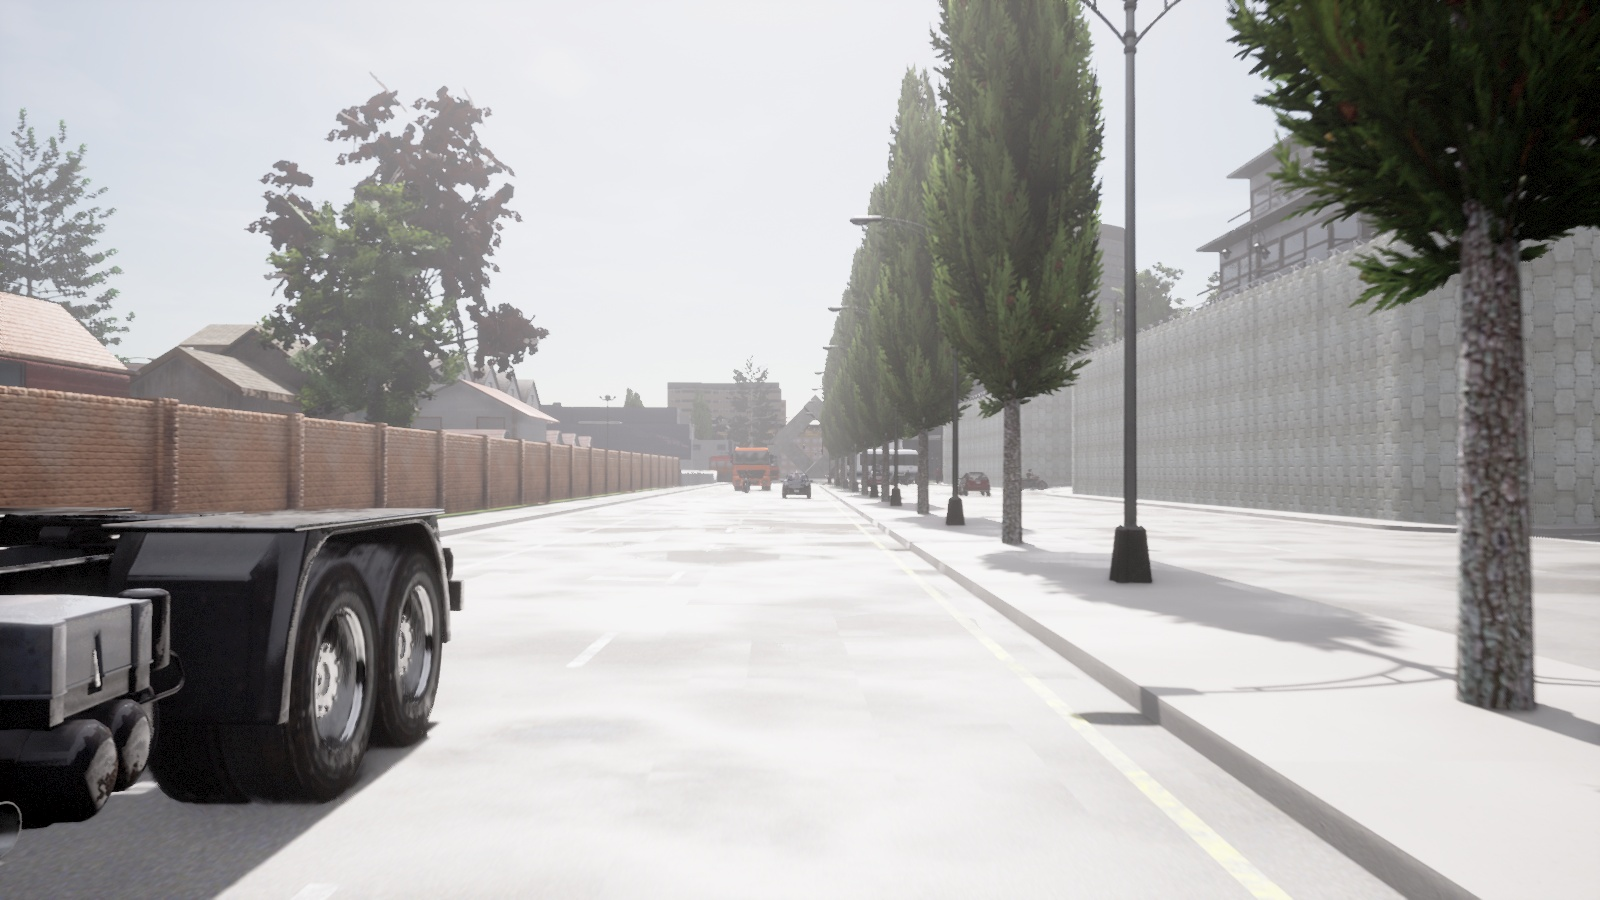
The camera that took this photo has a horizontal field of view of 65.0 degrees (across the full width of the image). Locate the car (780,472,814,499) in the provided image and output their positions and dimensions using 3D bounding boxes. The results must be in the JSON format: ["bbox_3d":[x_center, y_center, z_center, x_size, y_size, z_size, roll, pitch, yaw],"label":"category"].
[{"bbox_3d":[-0.174,2.032,71.819,1.845,1.501,3.633,0,-1,0],"label":"car"}]

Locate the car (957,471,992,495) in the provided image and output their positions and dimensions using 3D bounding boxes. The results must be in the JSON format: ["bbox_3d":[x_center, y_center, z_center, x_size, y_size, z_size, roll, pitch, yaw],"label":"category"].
[{"bbox_3d":[11.321,2.115,81.643,1.789,1.549,3.705,0,-1,0],"label":"car"}]

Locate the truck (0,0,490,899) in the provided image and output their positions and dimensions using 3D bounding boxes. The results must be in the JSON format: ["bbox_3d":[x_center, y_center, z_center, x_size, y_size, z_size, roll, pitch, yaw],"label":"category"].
[{"bbox_3d":[-3.515,-0.079,4.451,2.891,3.462,7.936,0,-1,0],"label":"truck"}]

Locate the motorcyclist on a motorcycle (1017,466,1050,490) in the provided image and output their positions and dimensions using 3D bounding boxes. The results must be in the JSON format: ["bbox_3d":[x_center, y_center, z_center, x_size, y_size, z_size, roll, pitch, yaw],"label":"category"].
[{"bbox_3d":[17.051,2.025,91.714,2.350,1.649,0.766,-1,0,-21],"label":"motorcyclist on a motorcycle"}]
